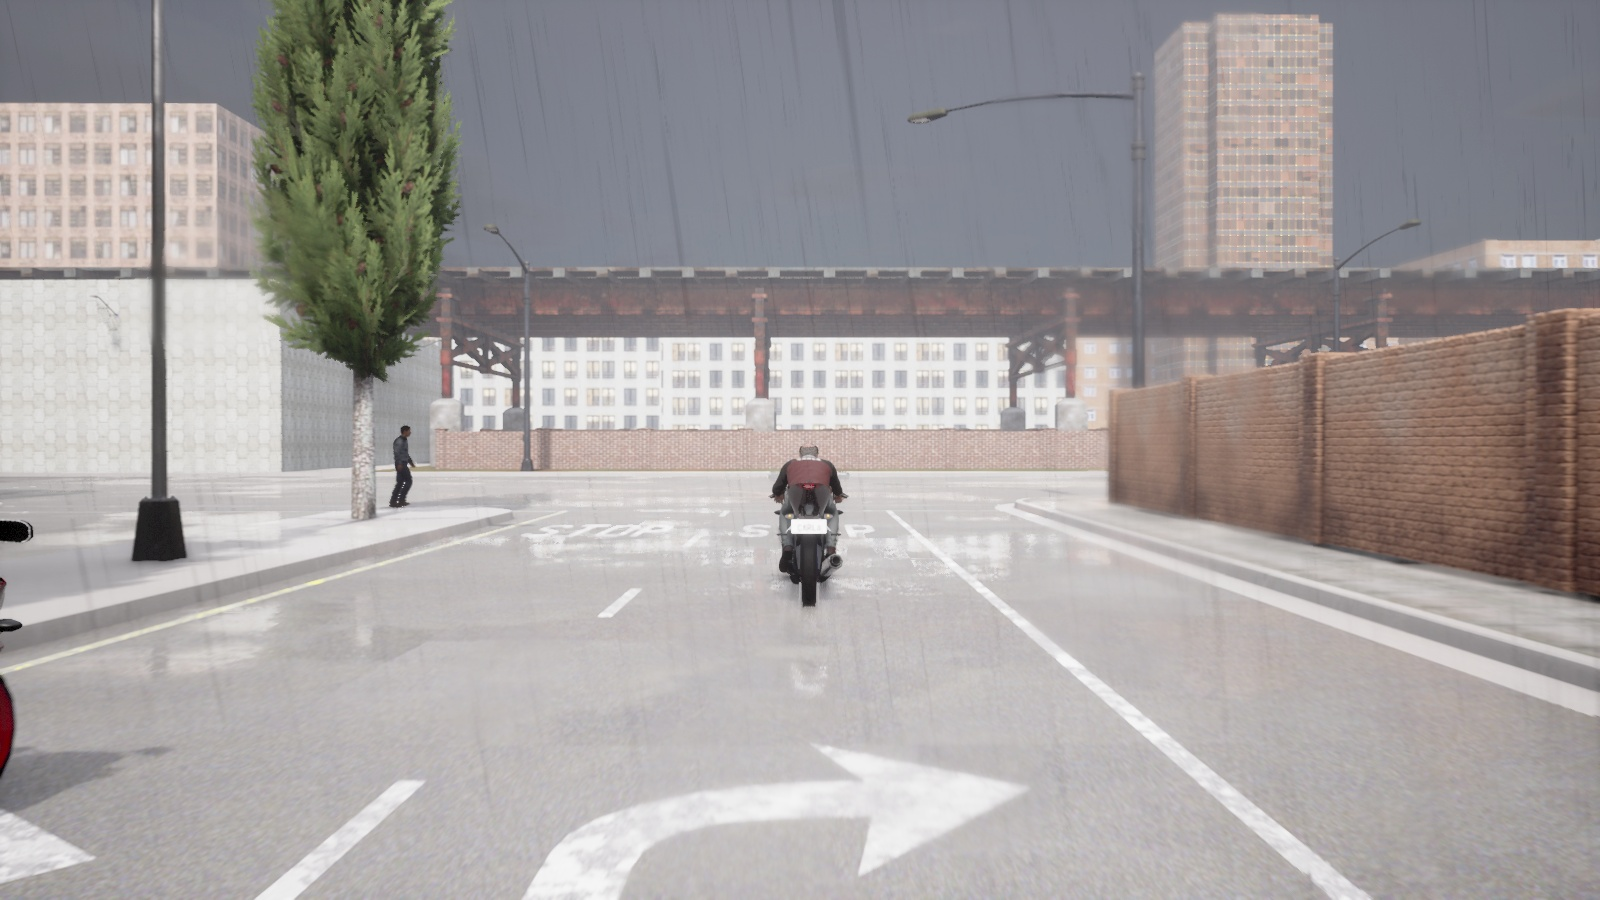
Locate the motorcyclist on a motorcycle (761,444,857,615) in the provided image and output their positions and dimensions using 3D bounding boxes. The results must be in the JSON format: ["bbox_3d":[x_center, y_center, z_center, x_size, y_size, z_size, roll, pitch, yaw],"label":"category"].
[{"bbox_3d":[0.086,0.712,12.414,0.866,1.530,2.191,0,0,0],"label":"motorcyclist on a motorcycle"}]

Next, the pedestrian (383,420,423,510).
[{"bbox_3d":[-8.725,0.329,27.615,0.788,1.949,0.423,0,0,-11],"label":"pedestrian"}]

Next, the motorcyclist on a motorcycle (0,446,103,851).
[{"bbox_3d":[-3.460,0.754,4.347,0.866,1.530,2.191,0,0,0],"label":"motorcyclist on a motorcycle"}]
